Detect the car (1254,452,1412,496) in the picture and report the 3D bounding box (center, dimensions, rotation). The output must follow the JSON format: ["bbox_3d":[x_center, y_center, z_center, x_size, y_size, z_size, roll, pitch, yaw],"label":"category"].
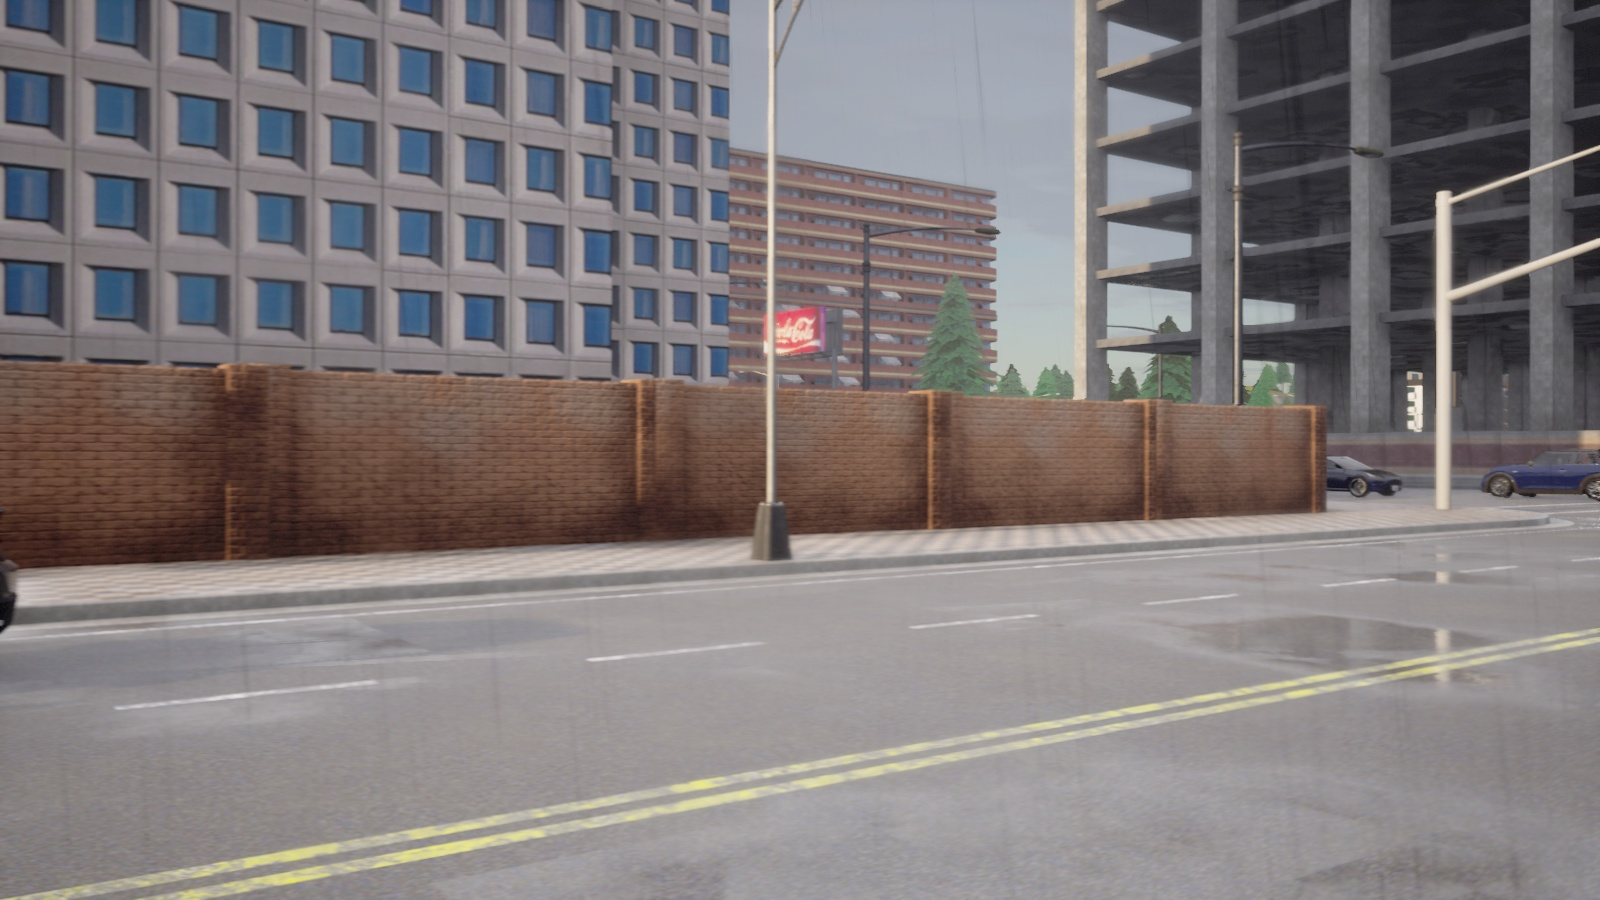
[{"bbox_3d":[18.977,0.815,44.923,2.163,1.488,4.792,0,0,-34],"label":"car"}]

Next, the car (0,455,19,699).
[{"bbox_3d":[-7.337,0.783,7.082,4.892,1.490,1.837,0,0,-35],"label":"car"}]

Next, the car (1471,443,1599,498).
[{"bbox_3d":[25.267,0.653,41.967,2.097,1.767,4.553,0,0,-35],"label":"car"}]
